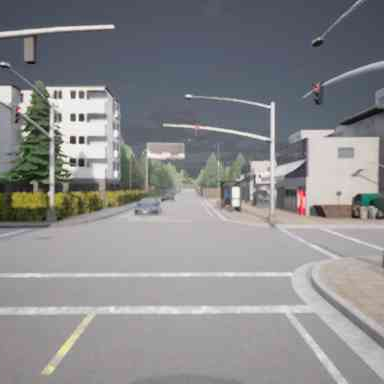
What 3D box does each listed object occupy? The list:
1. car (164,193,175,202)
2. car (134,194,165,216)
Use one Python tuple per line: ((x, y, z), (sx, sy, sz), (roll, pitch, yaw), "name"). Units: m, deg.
((-3.749, 0.833, 53.644), (1.994, 1.385, 4.181), (0, 1, 0), "car")
((-3.652, 1.223, 28.364), (1.812, 1.442, 4.674), (0, 2, 1), "car")
